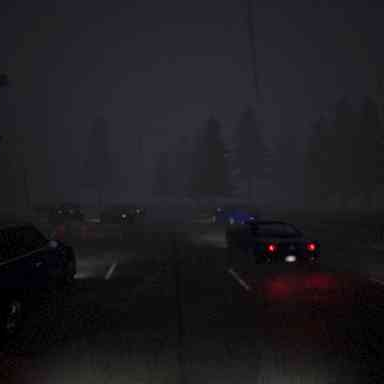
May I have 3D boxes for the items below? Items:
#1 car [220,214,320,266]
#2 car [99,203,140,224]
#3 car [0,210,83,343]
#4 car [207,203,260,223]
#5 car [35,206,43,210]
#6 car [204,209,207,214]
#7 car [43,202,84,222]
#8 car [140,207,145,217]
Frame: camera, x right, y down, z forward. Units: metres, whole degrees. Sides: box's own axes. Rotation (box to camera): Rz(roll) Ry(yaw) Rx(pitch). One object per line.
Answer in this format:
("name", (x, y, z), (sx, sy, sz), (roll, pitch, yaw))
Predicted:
("car", (2.587, 1.681, 11.978), (1.895, 1.301, 4.718), (0, 0, -8))
("car", (-6.103, 1.782, 26.838), (1.994, 1.385, 4.181), (0, 0, -29))
("car", (-3.896, 1.415, 6.657), (2.097, 1.767, 4.553), (0, 0, -5))
("car", (3.125, 1.648, 24.500), (1.882, 1.535, 5.008), (0, 0, -20))
("car", (-16.026, 1.933, 37.974), (4.718, 1.301, 1.895), (0, -1, 37))
("car", (3.346, 1.775, 32.477), (2.033, 1.411, 5.357), (0, -1, -32))
("car", (-10.580, 1.590, 27.657), (2.097, 1.767, 4.553), (0, 0, -34))
("car", (-6.452, 1.832, 33.598), (1.994, 1.385, 4.181), (0, -1, -39))
